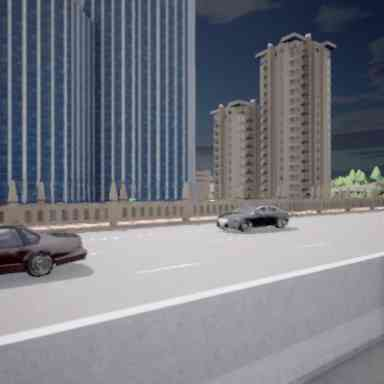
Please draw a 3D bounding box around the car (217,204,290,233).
[{"bbox_3d":[3.635,1.482,19.475,4.902,1.511,2.128,0,0,-35],"label":"car"}]

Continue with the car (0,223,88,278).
[{"bbox_3d":[-5.551,1.547,8.630,5.357,1.411,2.033,0,0,-35],"label":"car"}]
